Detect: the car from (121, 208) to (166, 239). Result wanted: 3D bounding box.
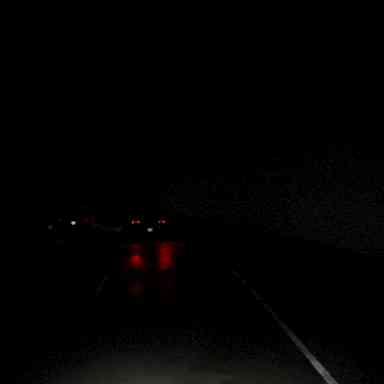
[{"bbox_3d":[-2.633,1.554,17.623,1.812,1.442,4.674,0,0,-17],"label":"car"}]

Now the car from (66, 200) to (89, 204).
[{"bbox_3d":[-11.534,1.555,33.136,2.128,1.511,4.902,0,0,-40],"label":"car"}]

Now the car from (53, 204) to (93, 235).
[{"bbox_3d":[-6.968,1.601,19.307,1.994,1.385,4.181,0,0,-21],"label":"car"}]
